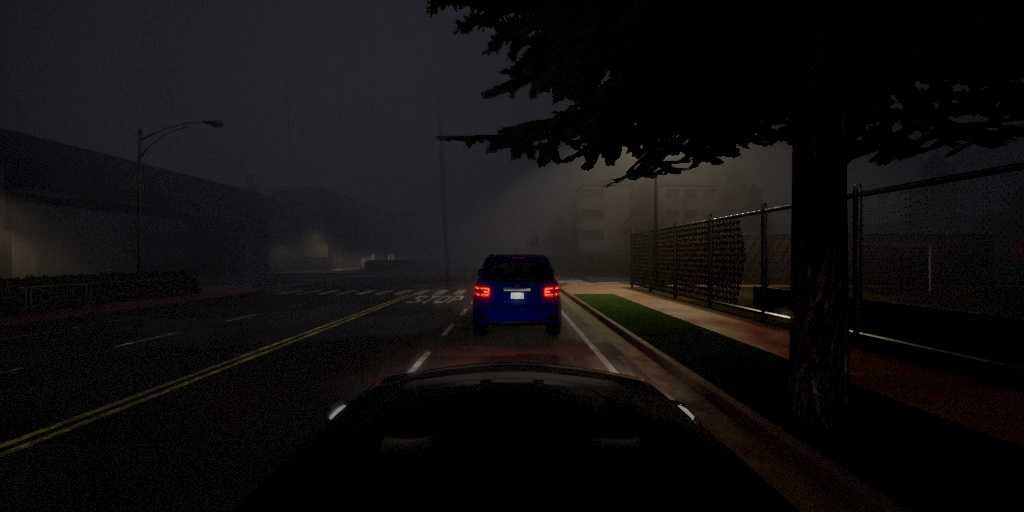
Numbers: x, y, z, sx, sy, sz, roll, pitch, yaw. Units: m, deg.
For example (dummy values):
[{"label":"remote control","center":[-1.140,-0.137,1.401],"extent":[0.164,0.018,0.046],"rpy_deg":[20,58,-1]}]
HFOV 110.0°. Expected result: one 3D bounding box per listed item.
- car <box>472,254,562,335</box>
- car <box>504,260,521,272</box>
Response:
[{"label":"car","center":[0.125,0.972,10.609],"extent":[2.150,2.045,5.566],"rpy_deg":[0,0,0]},{"label":"car","center":[0.068,1.242,46.452],"extent":[2.128,1.511,4.902],"rpy_deg":[0,0,-1]}]
